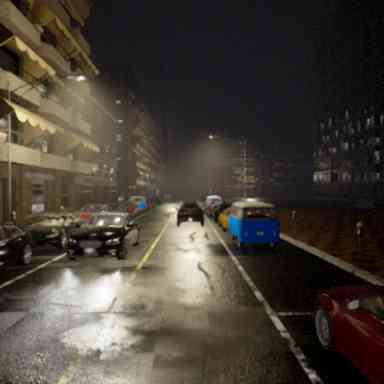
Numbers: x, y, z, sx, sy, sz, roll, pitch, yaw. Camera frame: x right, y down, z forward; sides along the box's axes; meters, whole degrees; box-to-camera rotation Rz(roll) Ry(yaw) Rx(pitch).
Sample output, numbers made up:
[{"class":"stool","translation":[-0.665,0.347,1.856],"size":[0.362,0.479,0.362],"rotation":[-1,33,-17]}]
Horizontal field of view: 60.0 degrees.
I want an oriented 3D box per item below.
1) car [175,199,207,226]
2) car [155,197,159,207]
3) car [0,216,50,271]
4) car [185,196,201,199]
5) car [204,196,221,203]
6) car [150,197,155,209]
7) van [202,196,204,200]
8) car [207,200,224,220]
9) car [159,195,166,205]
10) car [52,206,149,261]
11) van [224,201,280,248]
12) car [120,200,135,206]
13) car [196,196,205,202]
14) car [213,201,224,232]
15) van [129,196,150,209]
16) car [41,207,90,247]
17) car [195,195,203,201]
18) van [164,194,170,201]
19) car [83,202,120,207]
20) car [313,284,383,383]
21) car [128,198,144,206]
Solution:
[{"class":"car","translation":[-0.114,1.508,23.582],"size":[1.837,1.490,4.892],"rotation":[0,0,0]},{"class":"car","translation":[-6.130,1.616,47.488],"size":[1.802,1.307,4.206],"rotation":[-1,0,-1]},{"class":"car","translation":[-5.763,1.565,8.804],"size":[2.008,1.369,4.403],"rotation":[-1,0,-1]},{"class":"car","translation":[-0.287,1.507,42.263],"size":[2.128,1.511,4.902],"rotation":[0,0,0]},{"class":"car","translation":[2.406,1.439,30.988],"size":[1.967,1.590,4.097],"rotation":[-1,0,-1]},{"class":"car","translation":[-6.077,1.611,41.962],"size":[1.802,1.307,4.206],"rotation":[-1,0,-1]},{"class":"van","translation":[2.352,1.344,36.516],"size":[1.690,1.788,3.998],"rotation":[-1,0,-1]},{"class":"car","translation":[2.460,1.562,25.462],"size":[1.947,1.339,4.313],"rotation":[-1,0,-1]},{"class":"car","translation":[-6.234,1.611,58.541],"size":[1.947,1.339,4.313],"rotation":[-1,0,-1]},{"class":"car","translation":[-3.102,1.499,12.474],"size":[2.128,1.511,4.902],"rotation":[0,0,-1]},{"class":"van","translation":[2.562,1.334,14.409],"size":[1.690,1.788,3.998],"rotation":[-1,0,-1]},{"class":"car","translation":[-5.920,1.584,25.383],"size":[1.947,1.339,4.313],"rotation":[-1,0,-1]},{"class":"car","translation":[1.988,1.589,75.200],"size":[1.887,1.381,4.507],"rotation":[-1,0,-1]},{"class":"car","translation":[2.510,1.519,20.105],"size":[1.752,1.417,4.829],"rotation":[-1,0,-1]},{"class":"van","translation":[-6.027,1.366,36.436],"size":[1.690,1.788,3.998],"rotation":[-1,0,-1]},{"class":"car","translation":[-5.815,1.566,14.331],"size":[2.008,1.369,4.403],"rotation":[-1,0,-1]},{"class":"car","translation":[1.883,1.607,86.251],"size":[1.887,1.381,4.507],"rotation":[-1,0,-1]},{"class":"van","translation":[-6.499,1.425,86.173],"size":[1.690,1.788,3.998],"rotation":[-1,0,-1]},{"class":"car","translation":[-5.869,1.456,19.856],"size":[1.967,1.590,4.097],"rotation":[-1,0,-1]},{"class":"car","translation":[2.669,1.574,3.356],"size":[1.802,1.307,4.206],"rotation":[-1,0,-1]},{"class":"car","translation":[-5.973,1.566,30.909],"size":[1.887,1.381,4.507],"rotation":[-1,0,-1]}]
